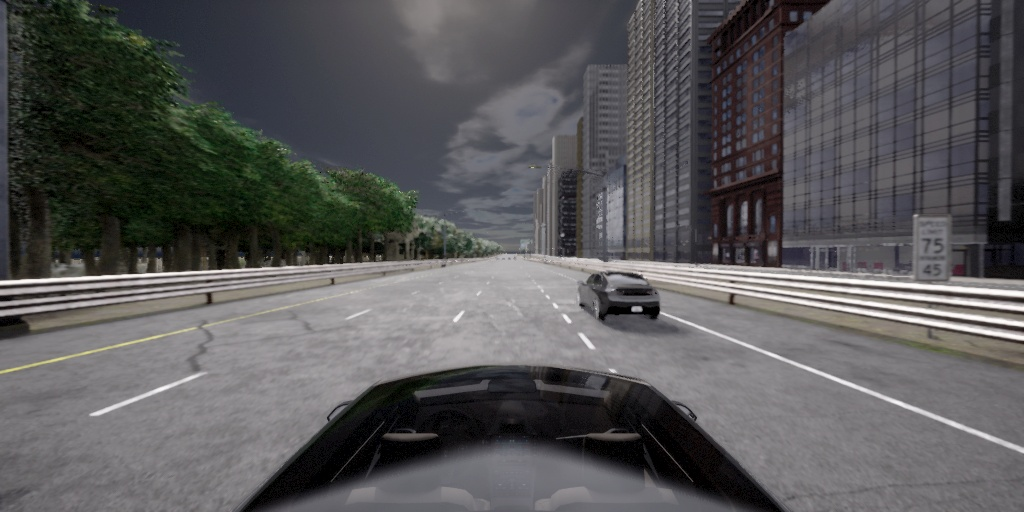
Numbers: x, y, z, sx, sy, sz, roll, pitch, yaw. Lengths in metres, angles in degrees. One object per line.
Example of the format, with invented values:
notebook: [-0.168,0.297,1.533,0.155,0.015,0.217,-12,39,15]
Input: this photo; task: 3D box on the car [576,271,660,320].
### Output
car: [3.519,1.273,12.596,1.837,1.490,4.892,0,0,-1]
